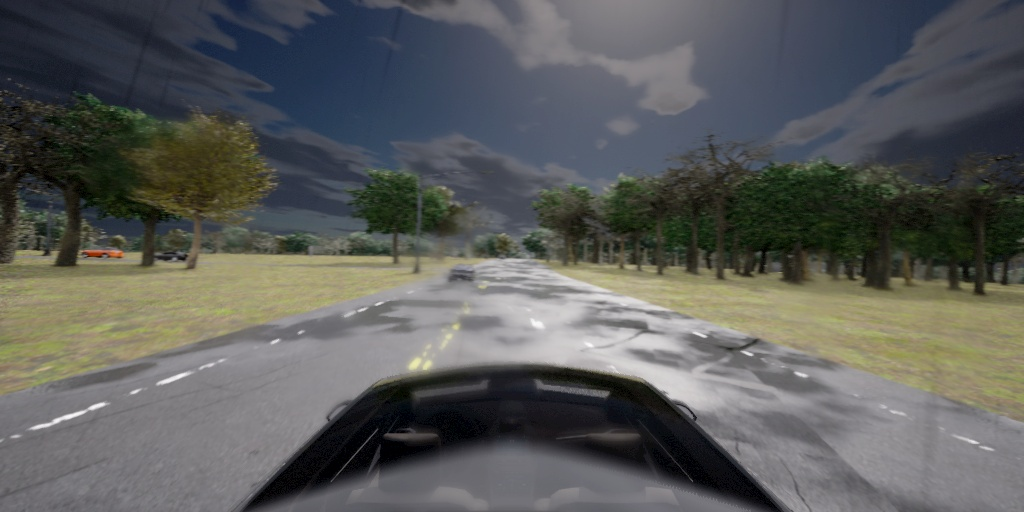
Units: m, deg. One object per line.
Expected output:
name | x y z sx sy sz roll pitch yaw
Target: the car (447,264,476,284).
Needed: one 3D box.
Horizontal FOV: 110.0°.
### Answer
car | -3.782 1.316 28.014 2.033 1.411 5.357 2 0 -2
